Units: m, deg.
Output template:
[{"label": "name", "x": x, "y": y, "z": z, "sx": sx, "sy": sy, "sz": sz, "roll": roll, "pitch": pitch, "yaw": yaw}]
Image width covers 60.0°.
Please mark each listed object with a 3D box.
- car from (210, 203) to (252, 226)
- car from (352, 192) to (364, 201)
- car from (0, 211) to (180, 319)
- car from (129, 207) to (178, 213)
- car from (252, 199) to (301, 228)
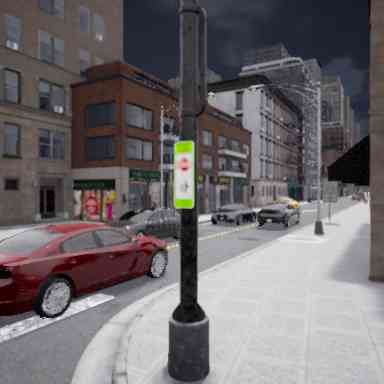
[{"label": "car", "x": 2.902, "y": 1.494, "z": 23.016, "sx": 1.994, "sy": 1.385, "sz": 4.181, "roll": 0, "pitch": 0, "yaw": 30}, {"label": "car", "x": 40.289, "y": 1.364, "z": 81.535, "sx": 2.033, "sy": 1.411, "sz": 5.357, "roll": 0, "pitch": 0, "yaw": 30}, {"label": "car", "x": -2.463, "y": 1.442, "z": 7.528, "sx": 1.882, "sy": 1.535, "sz": 5.008, "roll": 0, "pitch": 0, "yaw": 30}, {"label": "car", "x": -2.026, "y": 1.451, "z": 14.485, "sx": 1.837, "sy": 1.490, "sz": 4.892, "roll": 0, "pitch": 0, "yaw": 30}, {"label": "car", "x": 5.803, "y": 1.444, "z": 21.839, "sx": 1.837, "sy": 1.490, "sz": 4.892, "roll": 0, "pitch": 0, "yaw": 30}]
